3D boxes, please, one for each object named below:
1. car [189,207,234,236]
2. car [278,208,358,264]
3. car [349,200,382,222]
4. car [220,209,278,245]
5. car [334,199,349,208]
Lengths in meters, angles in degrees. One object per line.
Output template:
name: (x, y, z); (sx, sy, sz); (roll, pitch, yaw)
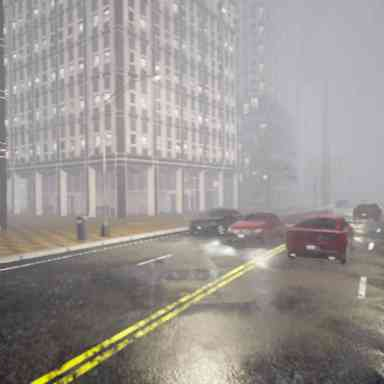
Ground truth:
car: (1.658, 1.677, 20.136); (1.882, 1.535, 5.008); (-1, -1, 31)
car: (4.923, 1.585, 12.482); (1.882, 1.535, 5.008); (-1, -1, 30)
car: (15.345, 1.700, 29.012); (1.882, 1.535, 5.008); (-1, -1, 34)
car: (3.341, 1.682, 16.621); (1.812, 1.442, 4.674); (-1, -1, 31)
car: (24.435, 1.920, 54.023); (1.837, 1.490, 4.892); (-1, 0, 33)
